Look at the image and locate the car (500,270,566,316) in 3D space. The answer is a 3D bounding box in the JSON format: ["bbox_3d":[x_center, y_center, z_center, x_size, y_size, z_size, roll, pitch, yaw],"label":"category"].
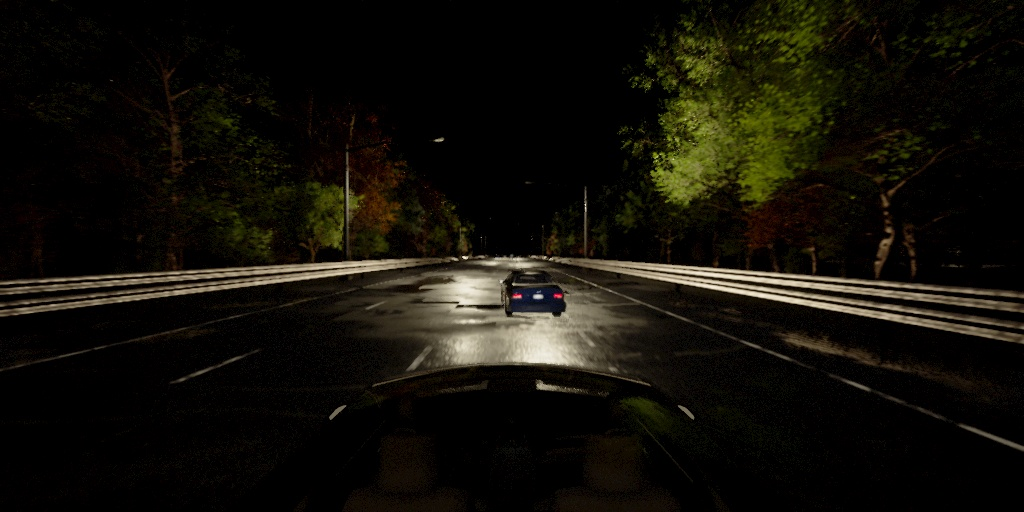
[{"bbox_3d":[0.600,1.213,12.877,2.033,1.411,5.357,0,0,-3],"label":"car"}]
